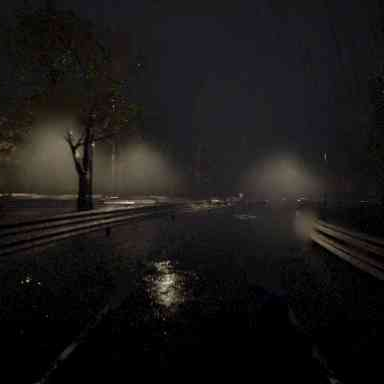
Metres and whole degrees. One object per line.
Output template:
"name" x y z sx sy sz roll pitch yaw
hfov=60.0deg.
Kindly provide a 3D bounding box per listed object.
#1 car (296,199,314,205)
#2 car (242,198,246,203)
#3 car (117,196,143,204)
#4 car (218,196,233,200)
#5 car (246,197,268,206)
"car" 30.162 2.616 87.773 2.128 1.511 4.902 2 0 42
"car" 14.074 2.071 80.379 1.882 1.535 5.008 2 0 42
"car" -10.045 1.383 53.629 1.812 1.442 4.674 2 0 42
"car" 7.228 1.749 67.555 2.097 1.767 4.553 2 0 42
"car" 14.036 1.972 69.882 2.097 1.767 4.553 2 0 42
